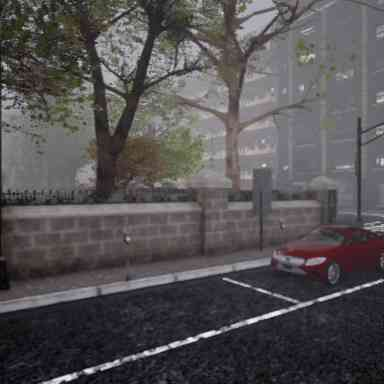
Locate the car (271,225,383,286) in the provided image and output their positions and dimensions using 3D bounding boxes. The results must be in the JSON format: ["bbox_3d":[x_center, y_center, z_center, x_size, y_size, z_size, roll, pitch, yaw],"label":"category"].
[{"bbox_3d":[4.084,1.627,9.476,4.206,1.307,1.802,0,-1,-36],"label":"car"}]
